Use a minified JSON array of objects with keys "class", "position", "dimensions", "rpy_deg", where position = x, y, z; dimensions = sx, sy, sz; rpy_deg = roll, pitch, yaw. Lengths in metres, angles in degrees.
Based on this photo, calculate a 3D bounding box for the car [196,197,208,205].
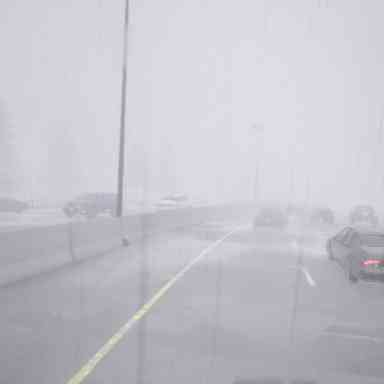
[{"class":"car","position":[1.352,1.779,64.245],"dimensions":[2.128,1.511,4.902],"rpy_deg":[2,0,32]}]

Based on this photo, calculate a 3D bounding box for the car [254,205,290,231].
[{"class":"car","position":[5.618,1.857,23.529],"dimensions":[1.994,1.385,4.181],"rpy_deg":[2,0,18]}]

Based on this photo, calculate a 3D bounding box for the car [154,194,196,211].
[{"class":"car","position":[-1.845,1.277,34.382],"dimensions":[2.150,2.045,5.566],"rpy_deg":[2,0,22]}]

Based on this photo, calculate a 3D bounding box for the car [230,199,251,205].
[{"class":"car","position":[9.861,2.093,64.624],"dimensions":[1.837,1.490,4.892],"rpy_deg":[2,0,33]}]

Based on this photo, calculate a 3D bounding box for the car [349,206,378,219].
[{"class":"car","position":[15.860,2.048,30.948],"dimensions":[2.097,1.767,4.553],"rpy_deg":[2,0,22]}]

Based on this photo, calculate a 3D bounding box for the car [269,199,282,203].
[{"class":"car","position":[17.579,2.275,69.578],"dimensions":[1.837,1.490,4.892],"rpy_deg":[2,0,35]}]

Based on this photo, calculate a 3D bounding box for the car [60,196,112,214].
[{"class":"car","position":[-10.107,1.237,32.150],"dimensions":[2.128,1.511,4.902],"rpy_deg":[2,0,20]}]

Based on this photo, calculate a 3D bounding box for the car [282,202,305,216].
[{"class":"car","position":[12.788,2.125,41.156],"dimensions":[1.837,1.490,4.892],"rpy_deg":[2,0,26]}]

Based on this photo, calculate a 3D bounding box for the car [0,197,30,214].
[{"class":"car","position":[-15.618,1.070,26.718],"dimensions":[2.033,1.411,5.357],"rpy_deg":[2,0,17]}]

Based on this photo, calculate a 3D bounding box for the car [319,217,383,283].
[{"class":"car","position":[5.466,1.786,10.250],"dimensions":[2.033,1.411,5.357],"rpy_deg":[2,0,13]}]

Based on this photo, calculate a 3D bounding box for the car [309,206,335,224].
[{"class":"car","position":[11.324,2.028,29.094],"dimensions":[1.837,1.490,4.892],"rpy_deg":[2,0,21]}]

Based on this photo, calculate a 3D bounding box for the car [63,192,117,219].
[{"class":"car","position":[-8.076,1.024,27.308],"dimensions":[2.150,2.045,5.566],"rpy_deg":[2,0,18]}]

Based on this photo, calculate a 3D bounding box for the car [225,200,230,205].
[{"class":"car","position":[8.487,2.109,68.863],"dimensions":[1.994,1.385,4.181],"rpy_deg":[2,0,33]}]
